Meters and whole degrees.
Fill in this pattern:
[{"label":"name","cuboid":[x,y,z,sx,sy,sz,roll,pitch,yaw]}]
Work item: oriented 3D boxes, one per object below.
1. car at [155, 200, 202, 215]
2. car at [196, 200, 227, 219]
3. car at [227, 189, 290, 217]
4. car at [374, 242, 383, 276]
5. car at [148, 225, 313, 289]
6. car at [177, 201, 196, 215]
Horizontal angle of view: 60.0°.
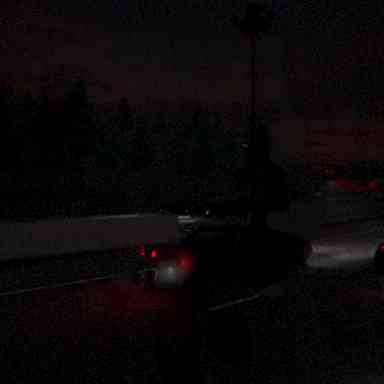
[{"label":"car","cuboid":[-1.334,1.556,34.326,4.718,1.301,1.895,0,0,-42]},{"label":"car","cuboid":[3.093,1.437,28.906,4.902,1.511,2.128,0,0,-41]},{"label":"car","cuboid":[5.654,0.777,26.490,5.566,2.045,2.150,0,0,-42]},{"label":"car","cuboid":[6.749,1.524,9.076,4.181,1.385,1.994,0,0,-39]},{"label":"car","cuboid":[1.263,1.582,9.178,4.718,1.301,1.895,0,0,-37]},{"label":"car","cuboid":[1.019,1.533,31.734,4.181,1.385,1.994,0,0,-42]}]
